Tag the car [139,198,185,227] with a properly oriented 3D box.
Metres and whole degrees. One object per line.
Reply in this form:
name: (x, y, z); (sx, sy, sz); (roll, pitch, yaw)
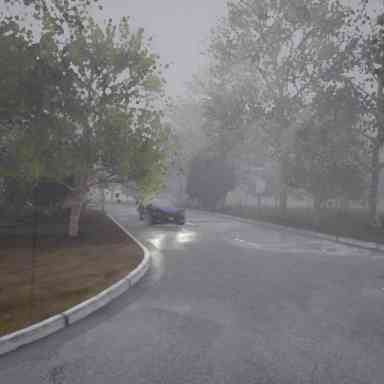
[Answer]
car: (-1.869, 1.074, 19.612); (1.882, 1.535, 5.008); (1, 1, -19)
